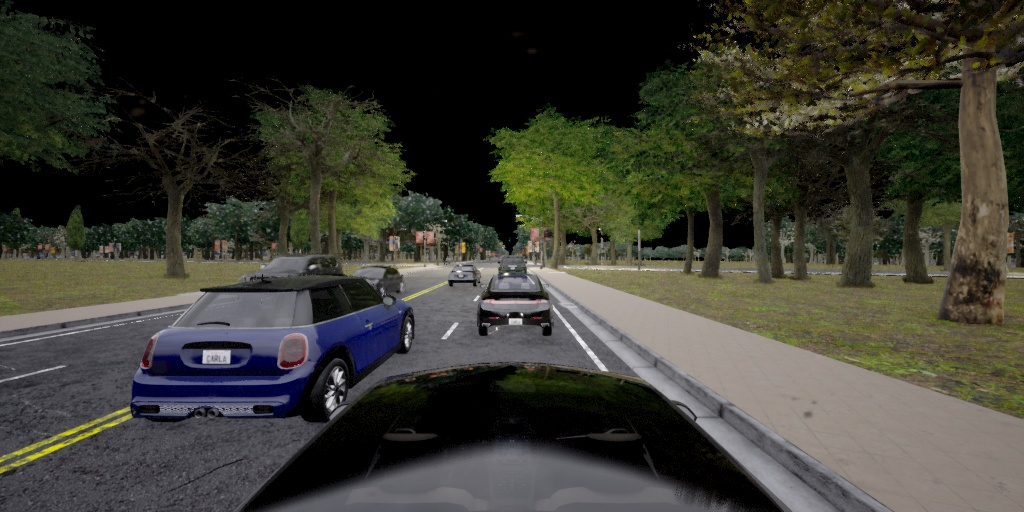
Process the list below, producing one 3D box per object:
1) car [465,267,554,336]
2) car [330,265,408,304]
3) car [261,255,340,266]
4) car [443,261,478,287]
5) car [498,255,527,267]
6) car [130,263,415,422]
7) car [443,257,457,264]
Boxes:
[{"bbox_3d":[0.081,1.242,10.374,2.128,1.511,4.902,0,0,0],"label":"car"},{"bbox_3d":[-6.632,1.255,17.349,1.837,1.490,4.892,0,0,0],"label":"car"},{"bbox_3d":[-9.879,0.972,16.627,2.150,2.045,5.566,0,0,0],"label":"car"},{"bbox_3d":[-3.195,1.301,24.798,2.033,1.411,5.357,0,0,0],"label":"car"},{"bbox_3d":[0.045,0.979,28.429,2.150,2.045,5.566,0,0,0],"label":"car"},{"bbox_3d":[-3.158,1.102,5.969,2.097,1.767,4.553,0,0,0],"label":"car"},{"bbox_3d":[-9.863,0.908,57.416,1.837,1.490,4.892,0,0,0],"label":"car"}]
